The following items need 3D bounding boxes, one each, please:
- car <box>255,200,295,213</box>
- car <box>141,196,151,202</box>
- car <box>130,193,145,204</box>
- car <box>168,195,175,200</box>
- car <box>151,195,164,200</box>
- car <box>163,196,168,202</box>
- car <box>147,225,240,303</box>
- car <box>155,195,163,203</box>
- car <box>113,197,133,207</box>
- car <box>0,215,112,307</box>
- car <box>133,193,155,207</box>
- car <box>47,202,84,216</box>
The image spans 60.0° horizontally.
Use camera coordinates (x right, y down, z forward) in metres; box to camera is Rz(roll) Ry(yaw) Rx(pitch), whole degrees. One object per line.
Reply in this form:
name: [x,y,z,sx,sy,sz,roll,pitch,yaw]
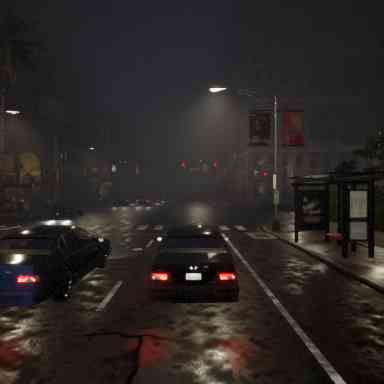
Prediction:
car: [8.900,1.574,35.955,4.181,1.385,1.994,0,0,3]
car: [-11.078,1.618,79.912,1.895,1.301,4.718,0,0,0]
car: [-10.992,1.241,67.876,2.150,2.045,5.566,0,0,0]
car: [-6.103,1.551,94.164,1.812,1.442,4.674,0,0,12]
car: [-9.744,1.566,94.038,2.033,1.411,5.357,0,0,12]
car: [-7.583,1.523,80.179,1.837,1.490,4.892,0,0,0]
car: [0.025,1.550,8.416,2.033,1.411,5.357,0,0,0]
car: [-7.503,1.522,67.557,1.837,1.490,4.892,0,0,0]
car: [-10.960,1.540,51.710,1.812,1.442,4.674,0,0,0]
car: [-3.475,1.550,8.231,2.033,1.411,5.357,0,0,0]
car: [-7.462,1.366,52.005,2.097,1.767,4.553,0,0,0]
car: [-10.793,1.572,28.671,1.994,1.385,4.181,0,0,0]
